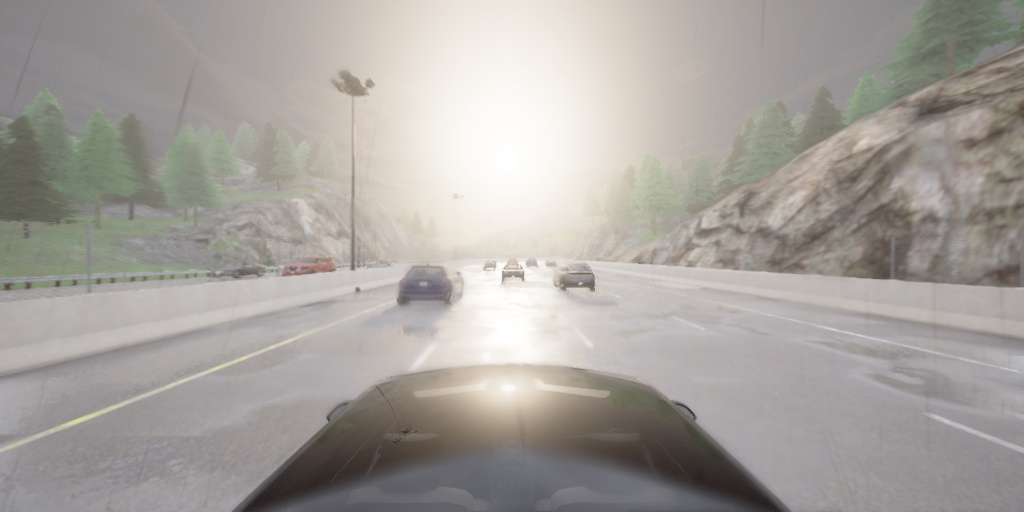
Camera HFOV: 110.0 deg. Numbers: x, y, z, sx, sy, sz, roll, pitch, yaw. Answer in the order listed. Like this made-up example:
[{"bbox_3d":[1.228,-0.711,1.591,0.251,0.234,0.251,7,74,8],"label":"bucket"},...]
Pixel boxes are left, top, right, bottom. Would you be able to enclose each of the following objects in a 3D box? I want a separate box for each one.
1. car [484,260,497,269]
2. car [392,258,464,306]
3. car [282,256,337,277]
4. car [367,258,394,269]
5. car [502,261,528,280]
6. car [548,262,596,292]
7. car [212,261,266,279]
[{"bbox_3d":[-3.336,1.312,55.799,2.033,1.411,5.357,0,0,0],"label":"car"},{"bbox_3d":[-3.402,1.106,15.908,2.097,1.767,4.553,0,0,0],"label":"car"},{"bbox_3d":[-17.583,0.979,31.479,2.150,2.045,5.566,0,0,0],"label":"car"},{"bbox_3d":[-14.067,1.251,38.916,2.128,1.511,4.902,0,0,0],"label":"car"},{"bbox_3d":[0.091,1.359,30.692,1.895,1.301,4.718,0,0,0],"label":"car"},{"bbox_3d":[3.597,1.247,21.194,2.128,1.511,4.902,0,0,0],"label":"car"},{"bbox_3d":[-24.567,1.250,32.427,2.128,1.511,4.902,0,0,0],"label":"car"}]
